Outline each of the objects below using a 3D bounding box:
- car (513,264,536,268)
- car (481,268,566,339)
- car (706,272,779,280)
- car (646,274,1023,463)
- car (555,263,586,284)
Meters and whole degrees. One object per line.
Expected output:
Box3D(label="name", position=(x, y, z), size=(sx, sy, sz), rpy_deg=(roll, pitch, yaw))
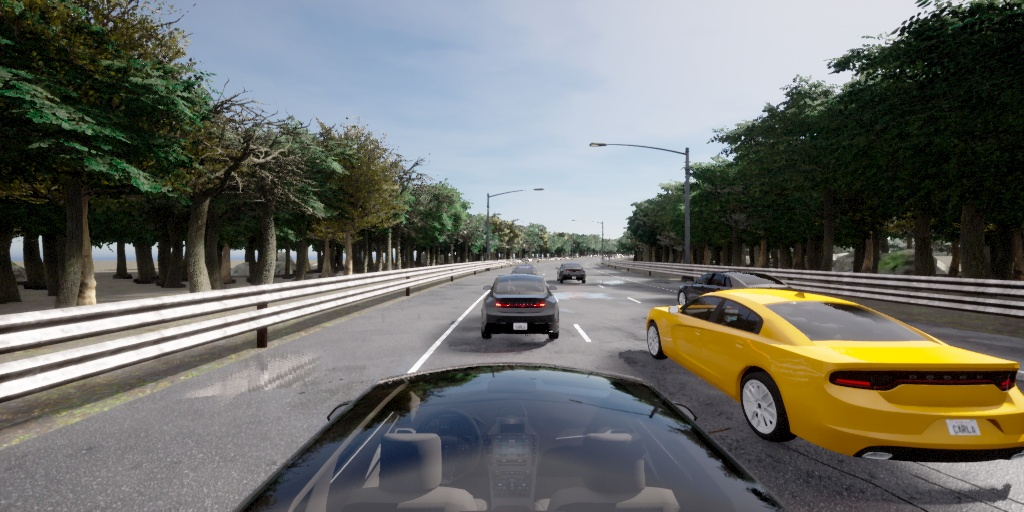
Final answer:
Box3D(label="car", position=(0.961, 1.317, 27.489), size=(1.994, 1.385, 4.181), rpy_deg=(0, 0, 3))
Box3D(label="car", position=(0.225, 1.255, 10.065), size=(1.837, 1.490, 4.892), rpy_deg=(0, 0, 1))
Box3D(label="car", position=(7.268, 1.255, 11.991), size=(1.837, 1.490, 4.892), rpy_deg=(0, 0, 2))
Box3D(label="car", position=(3.652, 1.227, 5.363), size=(1.882, 1.535, 5.008), rpy_deg=(0, 0, 0))
Box3D(label="car", position=(4.459, 1.257, 27.356), size=(1.837, 1.490, 4.892), rpy_deg=(0, 0, 3))
